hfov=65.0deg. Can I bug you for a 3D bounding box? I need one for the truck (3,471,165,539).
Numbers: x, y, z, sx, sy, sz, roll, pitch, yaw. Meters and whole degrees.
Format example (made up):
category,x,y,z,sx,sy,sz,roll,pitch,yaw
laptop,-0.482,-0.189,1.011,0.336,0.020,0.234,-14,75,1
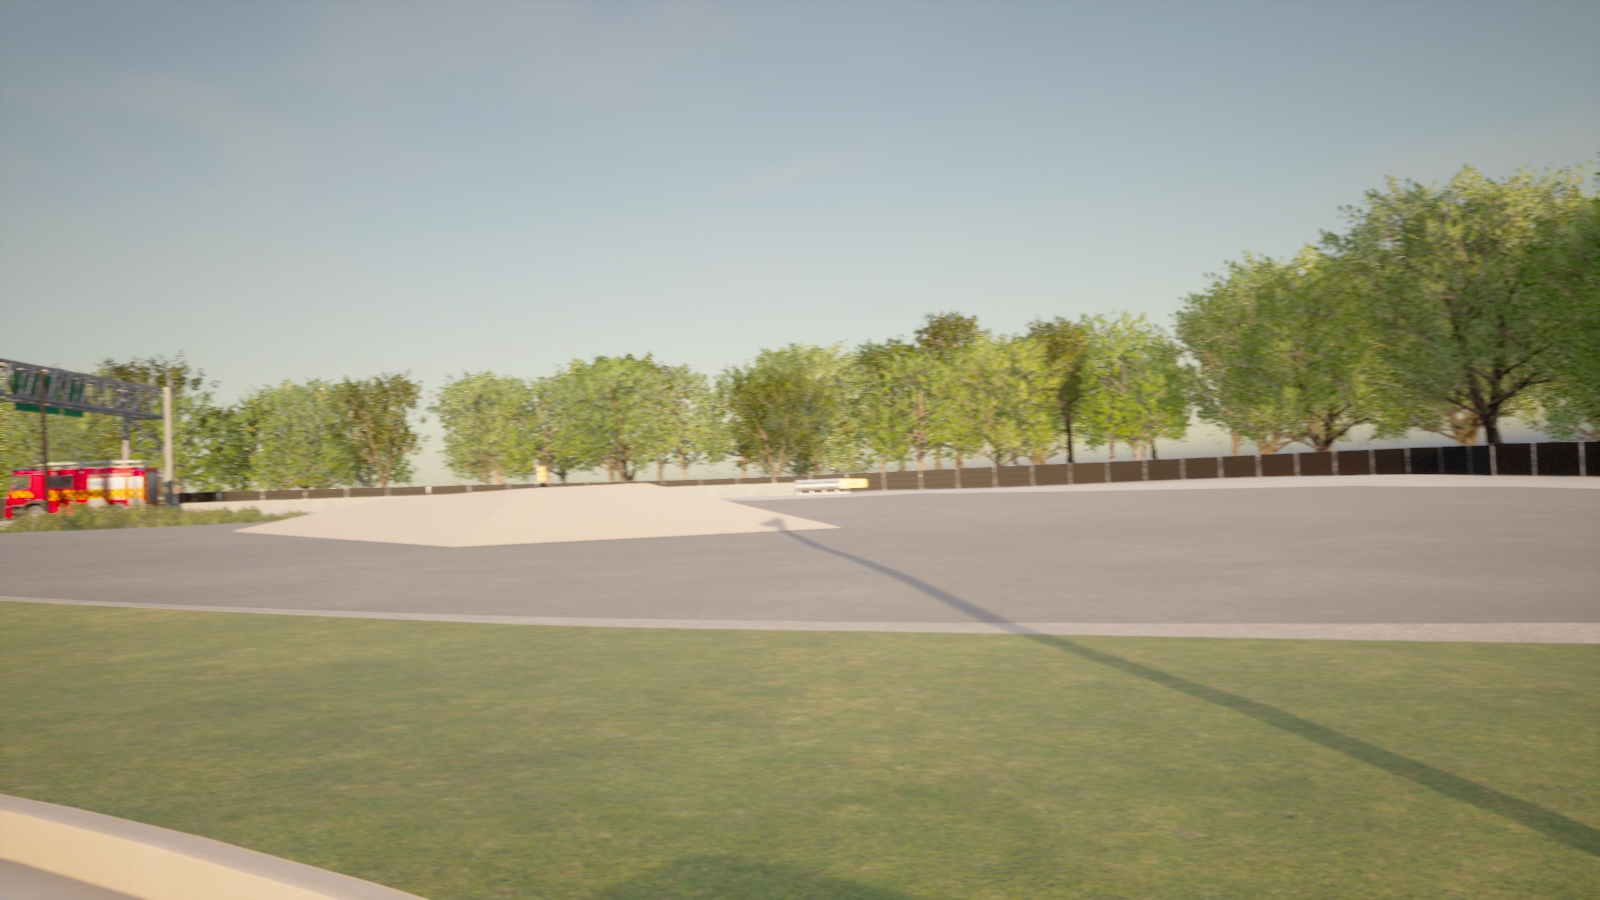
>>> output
category,x,y,z,sx,sy,sz,roll,pitch,yaw
truck,-45.877,3.514,80.628,8.468,3.827,2.891,-3,-2,-5
